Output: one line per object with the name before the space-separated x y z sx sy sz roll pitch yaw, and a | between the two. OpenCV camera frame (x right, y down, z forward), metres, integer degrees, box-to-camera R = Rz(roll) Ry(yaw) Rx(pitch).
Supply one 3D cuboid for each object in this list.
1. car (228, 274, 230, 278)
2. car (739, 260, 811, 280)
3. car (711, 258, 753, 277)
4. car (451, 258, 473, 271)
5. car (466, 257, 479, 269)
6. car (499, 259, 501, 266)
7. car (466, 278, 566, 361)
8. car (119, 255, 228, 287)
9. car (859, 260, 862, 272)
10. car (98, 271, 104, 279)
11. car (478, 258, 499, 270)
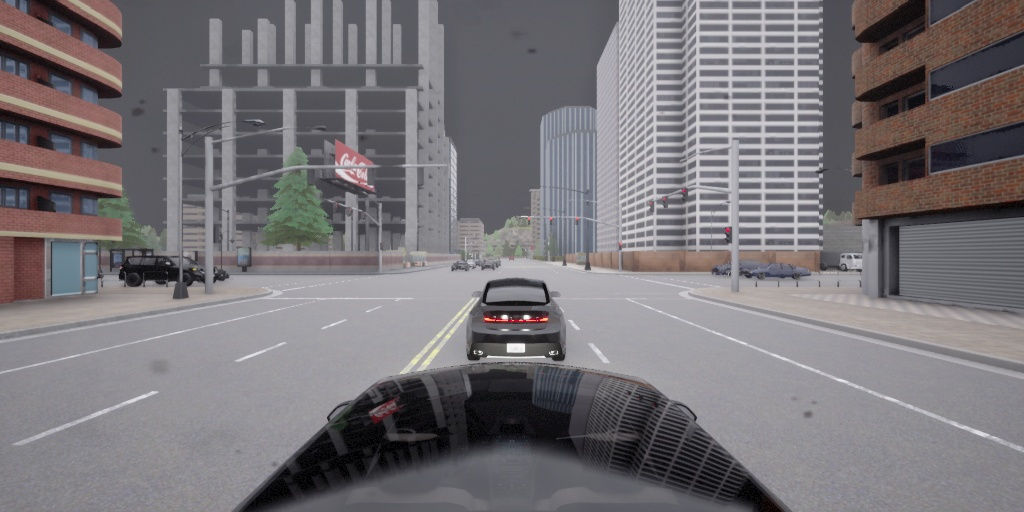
car | -24.285 1.313 27.515 4.181 1.385 1.994 0 0 0
car | 22.812 1.296 31.229 5.357 1.411 2.033 0 0 0
car | 21.878 1.100 34.727 4.553 1.767 2.097 0 0 0
car | -6.859 1.312 47.979 1.994 1.385 4.181 0 0 0
car | -6.807 1.274 56.725 1.812 1.442 4.674 0 0 0
car | -3.274 1.225 60.977 1.882 1.535 5.008 0 0 1
car | 0.095 1.255 8.268 1.837 1.490 4.892 0 0 1
car | -22.808 0.971 24.015 5.566 2.045 2.150 0 0 0
car | 33.474 1.313 31.212 4.181 1.385 1.994 0 0 0
car | -34.871 1.296 27.514 5.357 1.411 2.033 0 0 0
car | -3.339 1.253 51.530 1.837 1.490 4.892 0 0 0
